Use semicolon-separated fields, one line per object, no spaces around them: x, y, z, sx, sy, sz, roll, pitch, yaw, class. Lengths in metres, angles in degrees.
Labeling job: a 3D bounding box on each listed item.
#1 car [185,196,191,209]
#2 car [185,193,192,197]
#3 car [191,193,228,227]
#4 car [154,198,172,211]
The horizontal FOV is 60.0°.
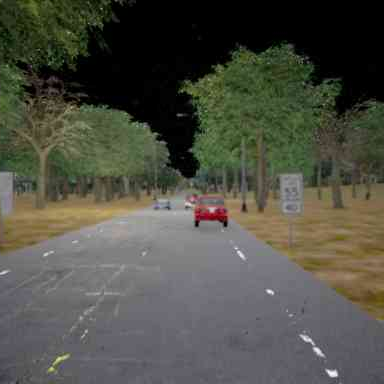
0.035;1.608;44.856;1.895;1.301;4.718;0;0;1;car
0.010;1.207;58.470;2.150;2.045;5.566;0;0;0;car
1.229;1.233;23.059;2.150;2.045;5.566;0;0;0;car
-3.577;1.536;41.314;1.812;1.442;4.674;0;0;0;car
